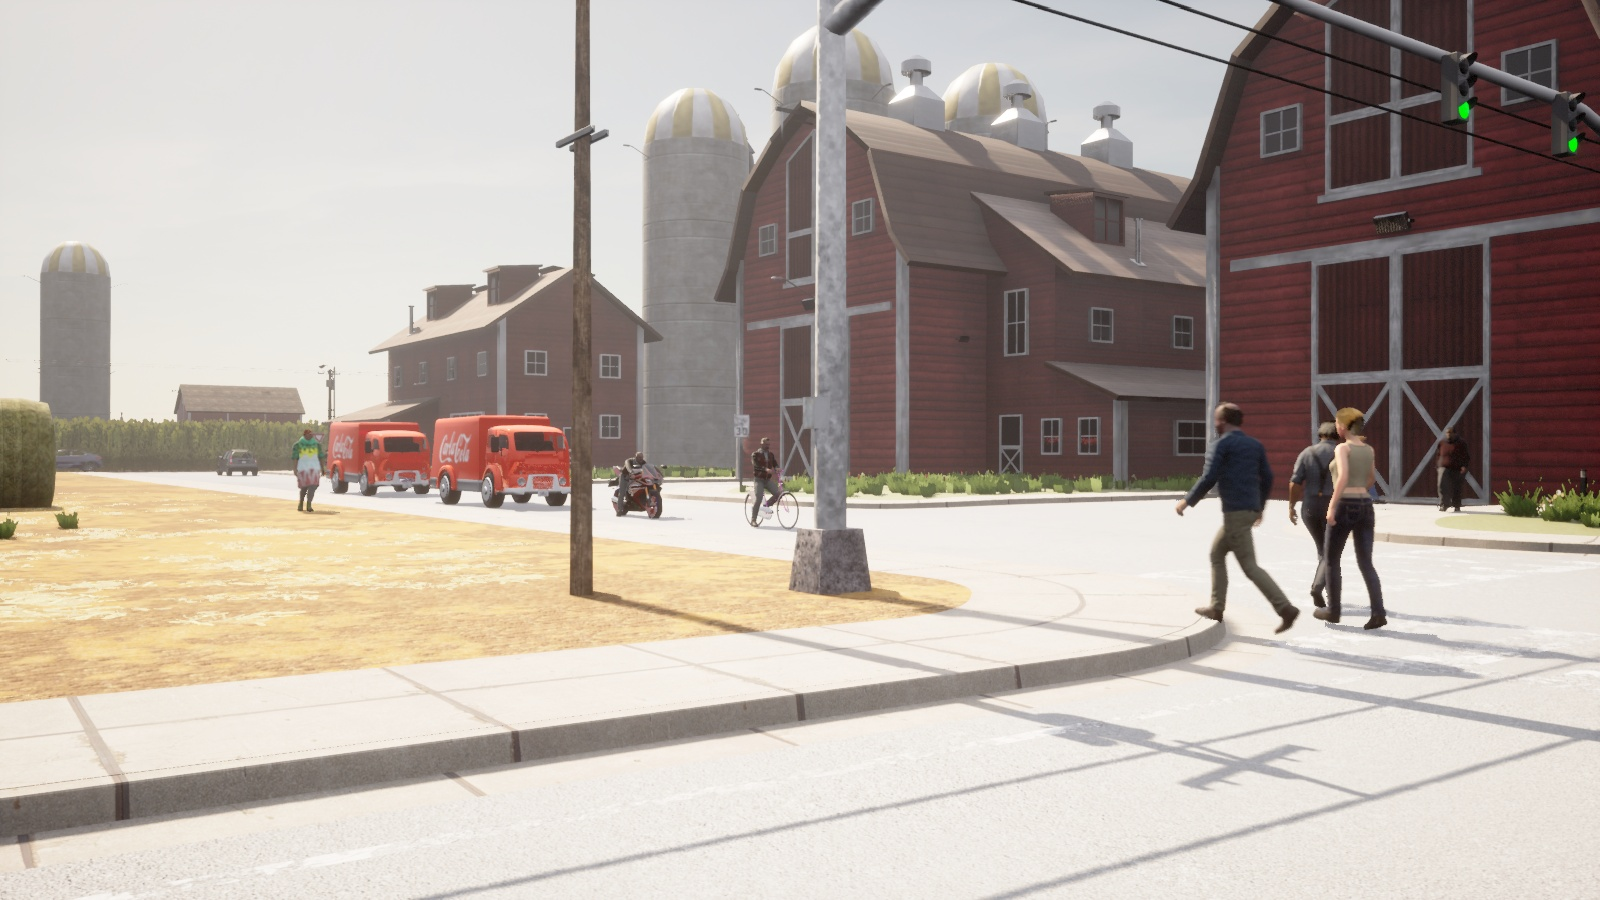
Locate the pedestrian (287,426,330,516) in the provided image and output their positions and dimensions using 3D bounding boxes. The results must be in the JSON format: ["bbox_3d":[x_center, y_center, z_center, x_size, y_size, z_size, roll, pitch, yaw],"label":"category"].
[{"bbox_3d":[-10.805,0.454,27.589,0.659,1.952,0.873,0,0,-37],"label":"pedestrian"}]

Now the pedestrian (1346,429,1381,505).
[{"bbox_3d":[13.846,0.407,30.852,0.354,1.836,0.706,0,0,-41],"label":"pedestrian"}]

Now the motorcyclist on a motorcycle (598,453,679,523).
[{"bbox_3d":[-3.696,0.831,28.585,0.866,1.530,2.191,0,0,-36],"label":"motorcyclist on a motorcycle"}]

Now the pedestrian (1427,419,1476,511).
[{"bbox_3d":[13.306,0.294,25.651,0.899,1.844,0.634,0,0,-45],"label":"pedestrian"}]

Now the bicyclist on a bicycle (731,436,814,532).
[{"bbox_3d":[-0.547,0.644,24.227,0.659,1.776,1.843,0,-1,-36],"label":"bicyclist on a bicycle"}]

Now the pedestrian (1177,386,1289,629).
[{"bbox_3d":[3.409,0.437,9.908,0.402,1.842,0.726,0,0,-38],"label":"pedestrian"}]

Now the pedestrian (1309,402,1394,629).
[{"bbox_3d":[4.604,0.528,10.505,0.345,1.836,0.594,0,0,-15],"label":"pedestrian"}]

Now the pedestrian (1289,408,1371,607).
[{"bbox_3d":[5.123,0.538,12.134,0.540,1.848,0.694,0,0,41],"label":"pedestrian"}]

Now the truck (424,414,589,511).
[{"bbox_3d":[-8.225,0.334,34.843,2.627,2.467,5.204,0,0,-36],"label":"truck"}]

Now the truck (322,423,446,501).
[{"bbox_3d":[-14.454,0.323,43.449,2.627,2.467,5.204,-1,2,-36],"label":"truck"}]

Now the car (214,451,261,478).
[{"bbox_3d":[-34.744,0.879,77.491,1.851,1.617,3.988,0,0,-36],"label":"car"}]
